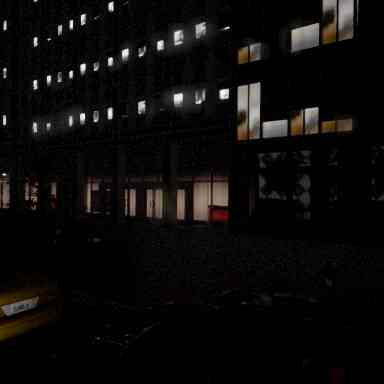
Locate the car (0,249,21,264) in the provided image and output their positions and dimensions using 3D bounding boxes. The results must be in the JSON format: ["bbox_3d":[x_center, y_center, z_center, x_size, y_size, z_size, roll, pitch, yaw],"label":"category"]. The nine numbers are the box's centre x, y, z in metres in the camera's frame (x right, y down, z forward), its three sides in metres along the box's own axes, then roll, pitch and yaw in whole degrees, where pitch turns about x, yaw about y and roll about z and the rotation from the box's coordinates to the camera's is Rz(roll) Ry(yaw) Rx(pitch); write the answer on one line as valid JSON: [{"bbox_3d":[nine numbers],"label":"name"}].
[{"bbox_3d":[-4.202,1.524,5.880,4.829,1.417,1.752,0,1,36],"label":"car"}]

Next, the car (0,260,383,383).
[{"bbox_3d":[0.555,1.440,2.470,4.097,1.590,1.967,0,1,36],"label":"car"}]
